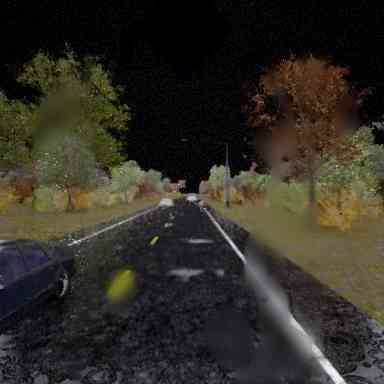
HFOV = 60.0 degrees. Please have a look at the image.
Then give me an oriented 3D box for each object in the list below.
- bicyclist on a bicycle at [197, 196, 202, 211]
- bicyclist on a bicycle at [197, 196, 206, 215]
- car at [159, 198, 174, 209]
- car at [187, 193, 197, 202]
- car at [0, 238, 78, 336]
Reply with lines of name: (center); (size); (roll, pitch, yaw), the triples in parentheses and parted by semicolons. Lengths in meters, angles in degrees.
bicyclist on a bicycle: (0.948, 1.426, 41.700); (0.659, 1.776, 1.843); (0, 0, 0)
bicyclist on a bicycle: (0.955, 1.478, 33.114); (0.866, 1.612, 1.509); (0, 0, 0)
car: (-3.574, 1.589, 46.659); (1.812, 1.442, 4.674); (0, 0, 0)
car: (-0.027, 1.369, 79.298); (2.150, 2.045, 5.566); (0, 0, 0)
car: (-3.601, 1.552, 5.622); (2.033, 1.411, 5.357); (0, 0, 0)
